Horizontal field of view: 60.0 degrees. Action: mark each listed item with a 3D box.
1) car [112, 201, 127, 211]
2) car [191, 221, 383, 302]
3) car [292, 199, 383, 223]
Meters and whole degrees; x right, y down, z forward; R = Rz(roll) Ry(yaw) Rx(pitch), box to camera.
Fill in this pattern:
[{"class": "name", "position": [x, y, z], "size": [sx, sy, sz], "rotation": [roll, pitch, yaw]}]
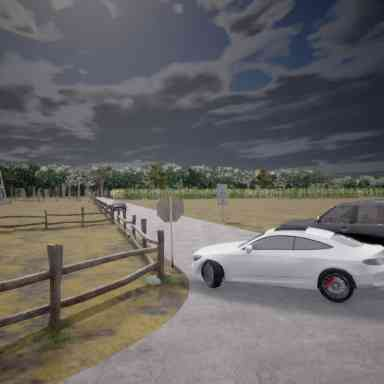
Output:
[{"class": "car", "position": [-10.869, 1.988, 49.470], "size": [2.033, 1.411, 5.357], "rotation": [-2, 0, -18]}, {"class": "car", "position": [2.233, 1.614, 8.293], "size": [4.674, 1.442, 1.812], "rotation": [-2, 0, 26]}, {"class": "car", "position": [5.108, 1.231, 9.829], "size": [2.150, 2.045, 5.566], "rotation": [-2, 0, -40]}]
